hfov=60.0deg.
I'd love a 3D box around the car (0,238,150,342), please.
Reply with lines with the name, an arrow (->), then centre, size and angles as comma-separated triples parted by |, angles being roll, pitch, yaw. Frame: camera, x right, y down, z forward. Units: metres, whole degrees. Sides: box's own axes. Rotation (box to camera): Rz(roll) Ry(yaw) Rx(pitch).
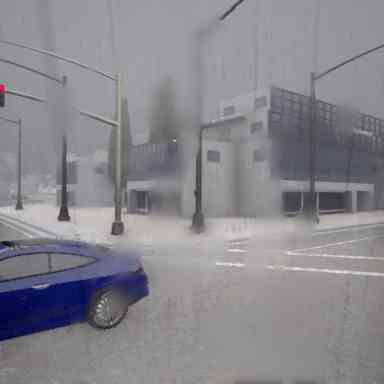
car -> -2.904, 1.522, 5.298 | 4.674, 1.442, 1.812 | 0, 0, -37
